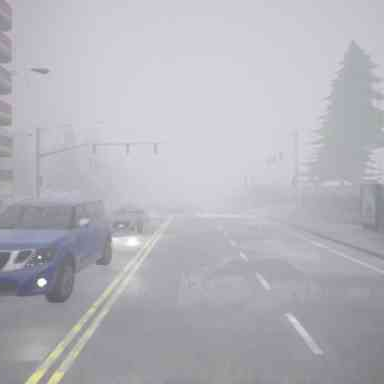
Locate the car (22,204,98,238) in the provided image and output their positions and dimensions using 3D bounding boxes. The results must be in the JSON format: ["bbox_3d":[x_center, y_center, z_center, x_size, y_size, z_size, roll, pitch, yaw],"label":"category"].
[{"bbox_3d":[-6.997,1.455,18.397,2.033,1.411,5.357,0,0,0],"label":"car"}]

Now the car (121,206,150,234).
[{"bbox_3d":[-3.496,1.474,18.463,1.994,1.385,4.181,0,0,0],"label":"car"}]

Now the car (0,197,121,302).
[{"bbox_3d":[-3.590,1.179,8.507,2.150,2.045,5.566,0,0,0],"label":"car"}]
